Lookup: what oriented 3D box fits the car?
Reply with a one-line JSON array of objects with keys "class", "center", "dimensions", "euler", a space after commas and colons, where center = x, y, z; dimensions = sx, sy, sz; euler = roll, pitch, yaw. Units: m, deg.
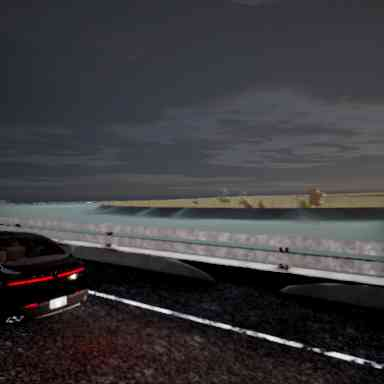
[{"class": "car", "center": [-4.174, 1.581, 6.914], "dimensions": [4.892, 1.490, 1.837], "euler": [0, 0, 36]}]
